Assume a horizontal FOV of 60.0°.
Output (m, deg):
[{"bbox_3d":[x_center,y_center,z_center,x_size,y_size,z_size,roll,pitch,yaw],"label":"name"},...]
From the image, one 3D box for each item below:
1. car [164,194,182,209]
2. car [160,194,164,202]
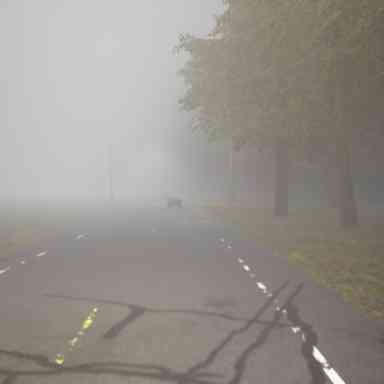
[{"bbox_3d":[-2.345,1.326,43.401,1.837,1.490,4.892,0,1,-6],"label":"car"},{"bbox_3d":[-4.888,1.060,62.678,2.033,1.411,5.357,0,1,-9],"label":"car"}]
